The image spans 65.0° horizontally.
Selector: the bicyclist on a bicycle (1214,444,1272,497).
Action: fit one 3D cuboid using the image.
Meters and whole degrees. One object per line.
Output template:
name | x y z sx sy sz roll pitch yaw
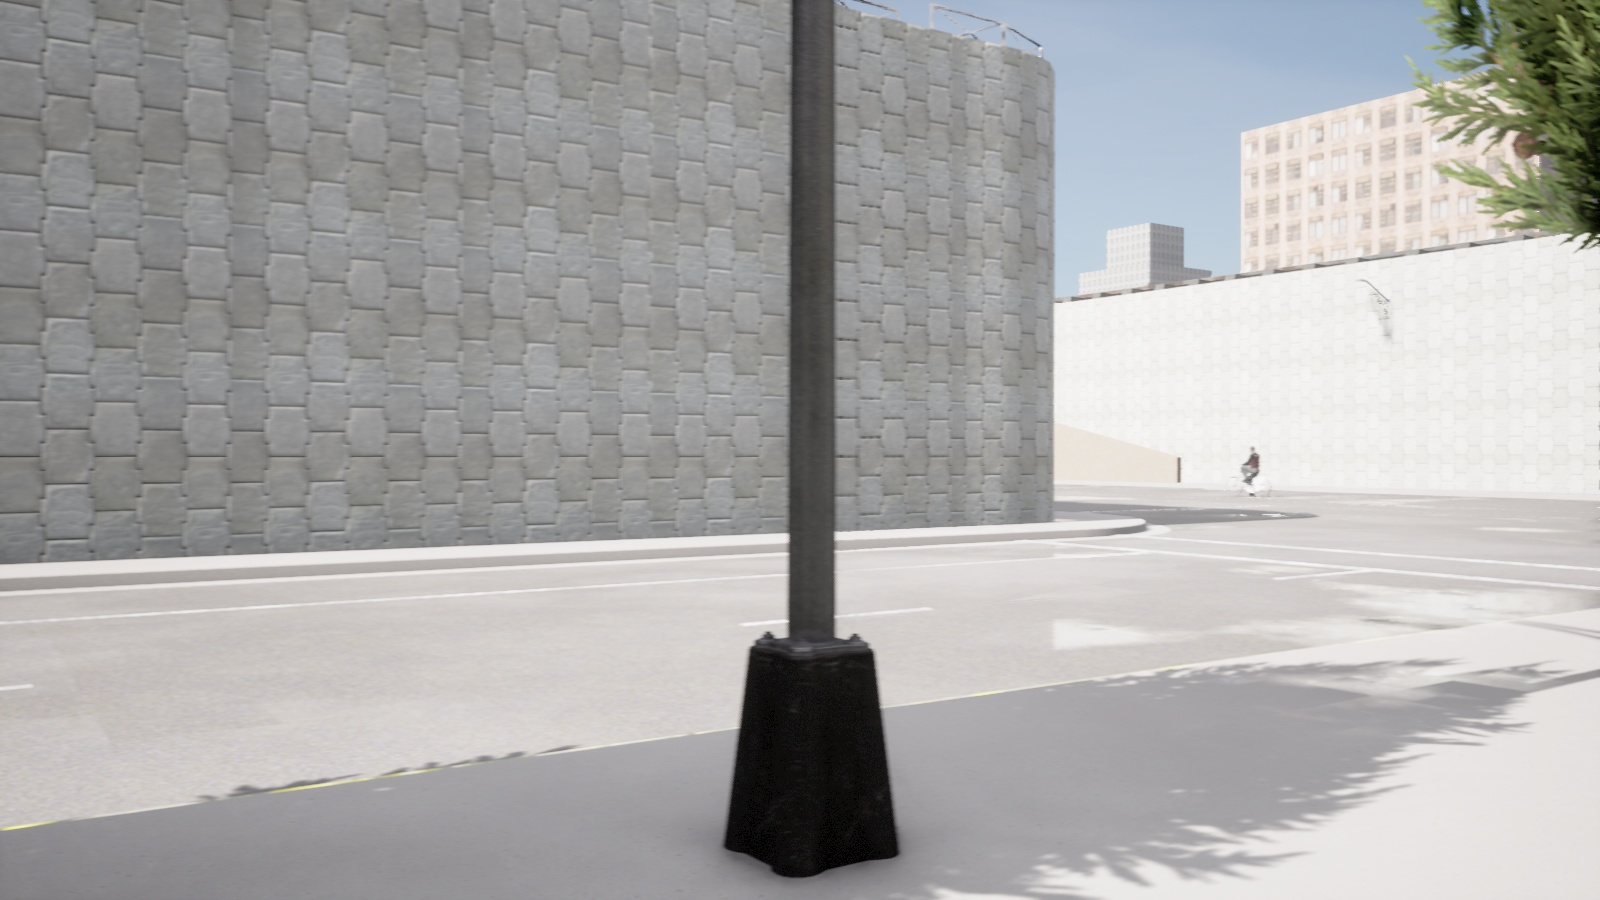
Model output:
bicyclist on a bicycle | 15.076 0.679 42.744 0.659 1.776 1.843 0 0 -33
